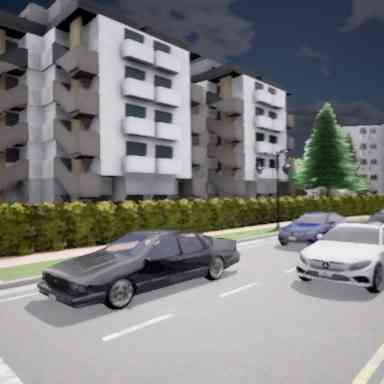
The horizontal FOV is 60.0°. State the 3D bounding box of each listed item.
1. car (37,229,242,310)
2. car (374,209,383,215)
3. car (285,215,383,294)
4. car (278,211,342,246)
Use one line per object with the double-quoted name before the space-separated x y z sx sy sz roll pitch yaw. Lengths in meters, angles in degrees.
"car" -0.906 1.678 8.473 2.033 1.411 5.357 -2 -1 44
"car" 13.381 1.578 21.609 4.674 1.442 1.812 0 -1 -34
"car" 4.641 1.570 9.180 1.812 1.442 4.674 -2 -1 45
"car" 5.762 1.627 15.166 4.674 1.442 1.812 0 -1 -44
